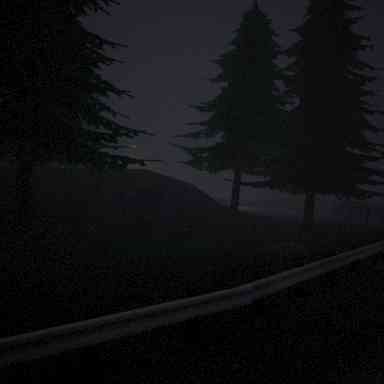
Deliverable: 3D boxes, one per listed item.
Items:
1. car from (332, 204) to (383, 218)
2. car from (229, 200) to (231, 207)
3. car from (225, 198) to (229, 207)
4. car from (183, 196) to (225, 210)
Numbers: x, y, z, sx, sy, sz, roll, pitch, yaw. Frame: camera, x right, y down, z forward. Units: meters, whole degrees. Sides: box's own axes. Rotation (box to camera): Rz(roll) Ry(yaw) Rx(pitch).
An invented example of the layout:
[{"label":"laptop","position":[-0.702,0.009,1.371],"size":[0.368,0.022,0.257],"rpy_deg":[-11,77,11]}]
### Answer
[{"label":"car","position":[15.578,1.511,30.613],"size":[4.892,1.490,1.837],"rpy_deg":[0,0,34]},{"label":"car","position":[4.509,1.510,50.723],"size":[5.357,1.411,2.033],"rpy_deg":[0,0,34]},{"label":"car","position":[2.477,1.563,47.873],"size":[4.718,1.301,1.895],"rpy_deg":[0,0,34]},{"label":"car","position":[1.555,1.320,44.275],"size":[4.553,1.767,2.097],"rpy_deg":[0,0,34]}]
